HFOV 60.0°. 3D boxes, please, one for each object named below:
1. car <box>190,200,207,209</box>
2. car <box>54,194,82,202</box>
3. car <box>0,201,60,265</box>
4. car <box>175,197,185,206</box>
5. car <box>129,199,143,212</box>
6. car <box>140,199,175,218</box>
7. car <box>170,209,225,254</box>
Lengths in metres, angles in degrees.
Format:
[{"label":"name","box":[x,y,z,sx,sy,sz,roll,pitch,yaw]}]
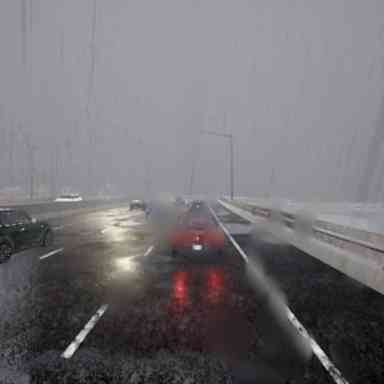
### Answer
[{"label":"car","box":[0.739,1.586,39.463,1.994,1.385,4.181,0,0,2]},{"label":"car","box":[-16.739,1.287,44.919,2.150,2.045,5.566,0,0,2]},{"label":"car","box":[-6.804,1.363,11.943,2.097,1.767,4.553,0,0,1]},{"label":"car","box":[-2.172,1.581,57.513,1.812,1.442,4.674,0,0,2]},{"label":"car","box":[-6.252,1.527,39.993,2.128,1.511,4.902,0,0,2]},{"label":"car","box":[-3.006,1.564,30.170,2.033,1.411,5.357,0,0,1]},{"label":"car","box":[0.213,1.600,13.519,1.895,1.301,4.718,0,0,1]}]
